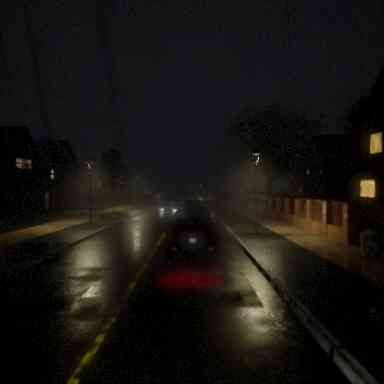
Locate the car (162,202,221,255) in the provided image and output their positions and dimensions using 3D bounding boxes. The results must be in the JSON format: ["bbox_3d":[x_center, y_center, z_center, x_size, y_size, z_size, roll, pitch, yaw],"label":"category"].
[{"bbox_3d":[0.043,1.352,12.792,1.882,1.535,5.008,0,0,1],"label":"car"}]

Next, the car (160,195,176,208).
[{"bbox_3d":[-2.801,1.142,41.270,1.882,1.535,5.008,0,0,1],"label":"car"}]

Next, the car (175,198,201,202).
[{"bbox_3d":[0.026,1.310,25.990,2.033,1.411,5.357,0,0,1],"label":"car"}]
